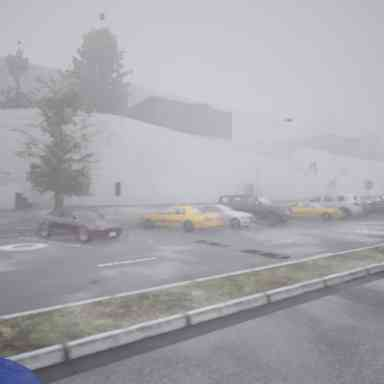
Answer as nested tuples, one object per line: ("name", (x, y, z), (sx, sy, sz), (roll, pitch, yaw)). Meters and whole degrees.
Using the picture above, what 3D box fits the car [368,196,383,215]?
("car", (16.471, 1.405, 31.985), (4.674, 1.452, 2.002), (-1, -1, 35))

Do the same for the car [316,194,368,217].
("car", (11.547, 1.173, 28.511), (5.566, 2.045, 2.435), (-1, 0, 35))

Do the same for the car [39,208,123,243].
("car", (-5.523, 1.524, 16.287), (4.792, 1.488, 2.163), (-1, -1, 35))

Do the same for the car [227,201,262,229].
("car", (1.787, 1.528, 21.530), (4.674, 1.452, 2.002), (-1, -1, 34))

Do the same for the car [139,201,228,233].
("car", (-0.813, 1.492, 19.884), (5.366, 1.575, 1.946), (-1, 0, 35))

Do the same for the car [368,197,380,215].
("car", (13.994, 1.424, 30.250), (4.792, 1.488, 2.163), (-1, 0, 35))

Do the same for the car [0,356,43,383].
("car", (-3.048, 1.477, 0.958), (5.008, 1.535, 1.882), (0, 0, -35))

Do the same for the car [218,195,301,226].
("car", (4.262, 1.231, 23.260), (5.566, 2.045, 2.435), (-1, -1, 35))

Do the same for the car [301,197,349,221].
("car", (9.281, 1.442, 26.650), (5.366, 1.575, 1.946), (-1, -1, 35))
